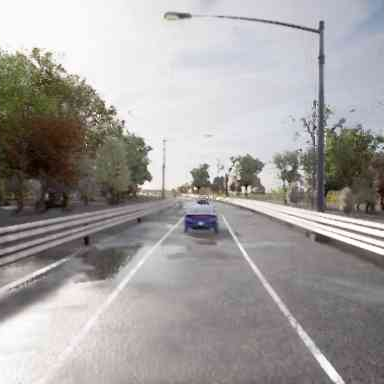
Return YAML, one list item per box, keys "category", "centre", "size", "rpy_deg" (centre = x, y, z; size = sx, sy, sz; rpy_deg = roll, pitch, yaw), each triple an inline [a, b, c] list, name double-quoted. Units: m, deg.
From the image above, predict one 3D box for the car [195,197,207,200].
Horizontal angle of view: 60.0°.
- category: "car"
  centre: [1.567, 1.557, 52.535]
  size: [1.837, 1.490, 4.892]
  rpy_deg: [1, 0, -1]

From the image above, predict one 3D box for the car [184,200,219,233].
- category: "car"
  centre: [0.603, 1.504, 20.009]
  size: [1.882, 1.535, 5.008]
  rpy_deg: [0, 0, 3]
